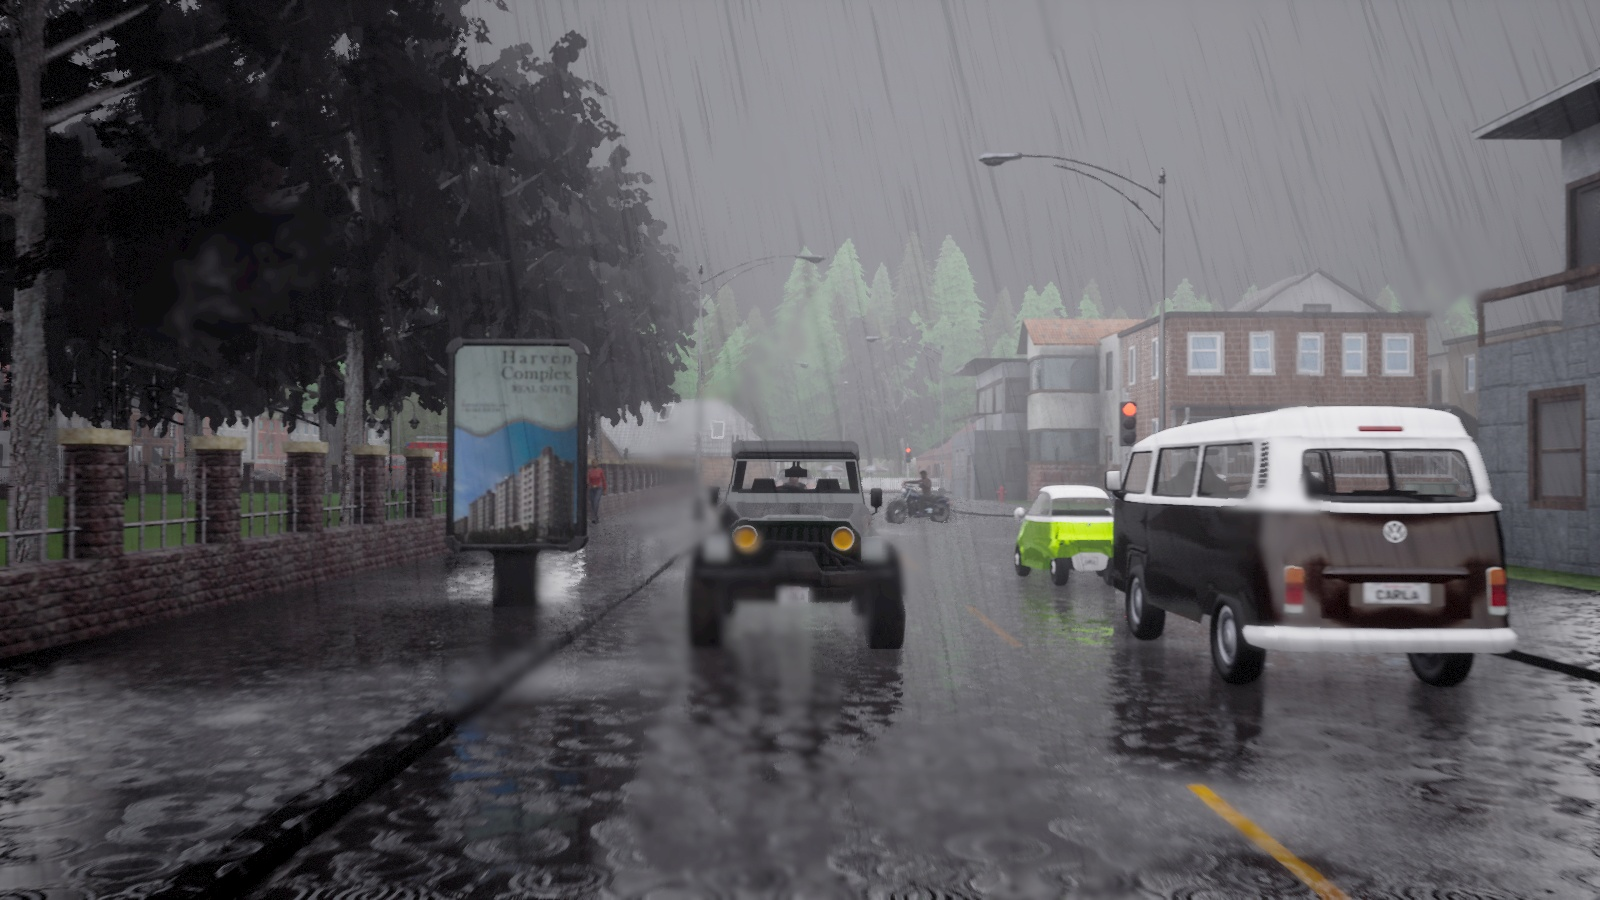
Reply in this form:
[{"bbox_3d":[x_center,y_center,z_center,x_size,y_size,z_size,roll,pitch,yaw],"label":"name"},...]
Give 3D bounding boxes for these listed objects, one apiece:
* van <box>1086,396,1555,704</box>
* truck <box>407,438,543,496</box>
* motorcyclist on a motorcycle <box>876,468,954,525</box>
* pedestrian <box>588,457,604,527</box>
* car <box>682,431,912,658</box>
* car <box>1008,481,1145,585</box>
[{"bbox_3d":[3.973,0.700,10.601,2.069,2.038,4.480,0,-1,0],"label":"van"},{"bbox_3d":[-21.852,1.157,84.807,8.468,3.827,2.891,0,-1,-1],"label":"truck"},{"bbox_3d":[3.465,1.382,37.697,2.350,1.649,0.766,0,0,-32],"label":"motorcyclist on a motorcycle"},{"bbox_3d":[-5.446,1.108,33.549,0.331,1.846,0.636,0,-1,0],"label":"pedestrian"},{"bbox_3d":[-0.031,0.818,12.363,1.905,1.878,3.866,0,-1,0],"label":"car"},{"bbox_3d":[3.951,1.159,18.221,1.481,1.376,2.207,0,-1,0],"label":"car"}]
